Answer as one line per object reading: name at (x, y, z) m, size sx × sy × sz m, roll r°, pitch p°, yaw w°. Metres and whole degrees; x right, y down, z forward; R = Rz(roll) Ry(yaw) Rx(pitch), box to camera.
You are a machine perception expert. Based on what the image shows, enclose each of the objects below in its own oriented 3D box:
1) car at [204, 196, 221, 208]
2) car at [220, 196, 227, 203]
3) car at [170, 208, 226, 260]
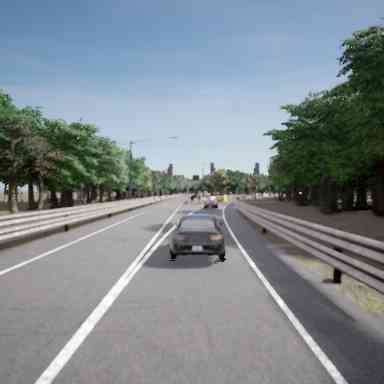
car at (2.789, 1.684, 47.090) m, size 1.895 × 1.301 × 4.718 m, roll 0°, pitch 0°, yaw 7°
car at (6.799, 1.641, 73.959) m, size 1.882 × 1.535 × 5.008 m, roll 0°, pitch 0°, yaw 11°
car at (0.234, 1.541, 12.322) m, size 1.812 × 1.442 × 4.674 m, roll 0°, pitch 0°, yaw 2°
